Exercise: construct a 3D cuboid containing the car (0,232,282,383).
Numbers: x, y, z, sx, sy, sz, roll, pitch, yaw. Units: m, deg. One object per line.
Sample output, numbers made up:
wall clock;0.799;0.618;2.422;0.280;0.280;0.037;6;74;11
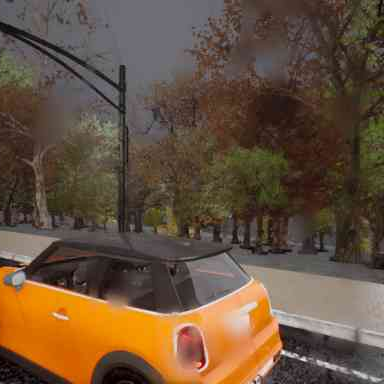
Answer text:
car;-1.223;1.351;4.569;4.553;1.767;2.097;0;0;36
